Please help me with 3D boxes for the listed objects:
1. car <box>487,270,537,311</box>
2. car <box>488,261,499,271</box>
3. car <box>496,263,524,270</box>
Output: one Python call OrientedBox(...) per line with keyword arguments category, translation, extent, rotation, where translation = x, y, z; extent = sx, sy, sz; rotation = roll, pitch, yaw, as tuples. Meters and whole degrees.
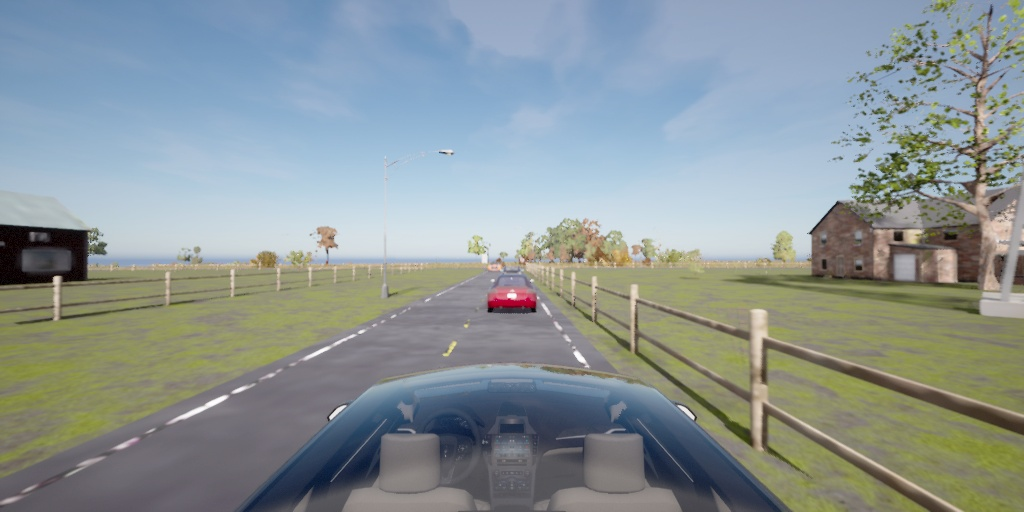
OrientedBox(category="car", translation=(0.015, 1.454, 15.218), extent=(1.994, 1.385, 4.181), rotation=(0, 0, 0))
OrientedBox(category="car", translation=(-2.839, 1.690, 59.750), extent=(2.097, 1.767, 4.553), rotation=(0, -1, 0))
OrientedBox(category="car", translation=(0.008, 1.537, 30.325), extent=(2.128, 1.511, 4.902), rotation=(0, 0, 0))
